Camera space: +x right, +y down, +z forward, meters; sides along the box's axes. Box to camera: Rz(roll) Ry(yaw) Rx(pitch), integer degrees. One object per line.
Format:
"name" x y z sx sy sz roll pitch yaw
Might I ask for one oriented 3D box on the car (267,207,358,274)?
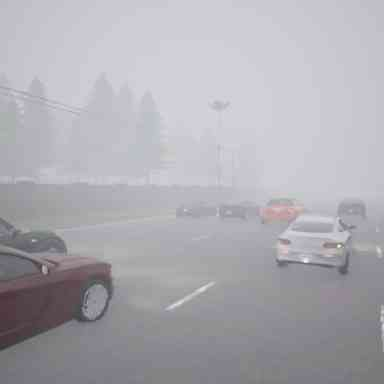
"car" 3.921 1.415 10.234 1.812 1.442 4.674 0 1 29

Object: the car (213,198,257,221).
"car" 3.642 1.207 24.309 1.882 1.535 5.008 0 1 29

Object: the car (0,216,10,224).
"car" -5.285 1.246 7.988 2.097 1.767 4.553 0 1 29

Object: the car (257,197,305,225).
"car" 6.066 1.119 21.442 2.097 1.767 4.553 0 1 29

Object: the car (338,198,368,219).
"car" 12.798 1.203 26.457 1.882 1.535 5.008 0 1 29

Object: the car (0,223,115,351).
"car" -3.184 1.416 4.541 1.882 1.535 5.008 0 1 29

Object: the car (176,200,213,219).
"car" 0.489 1.269 25.837 1.994 1.385 4.181 0 1 29
